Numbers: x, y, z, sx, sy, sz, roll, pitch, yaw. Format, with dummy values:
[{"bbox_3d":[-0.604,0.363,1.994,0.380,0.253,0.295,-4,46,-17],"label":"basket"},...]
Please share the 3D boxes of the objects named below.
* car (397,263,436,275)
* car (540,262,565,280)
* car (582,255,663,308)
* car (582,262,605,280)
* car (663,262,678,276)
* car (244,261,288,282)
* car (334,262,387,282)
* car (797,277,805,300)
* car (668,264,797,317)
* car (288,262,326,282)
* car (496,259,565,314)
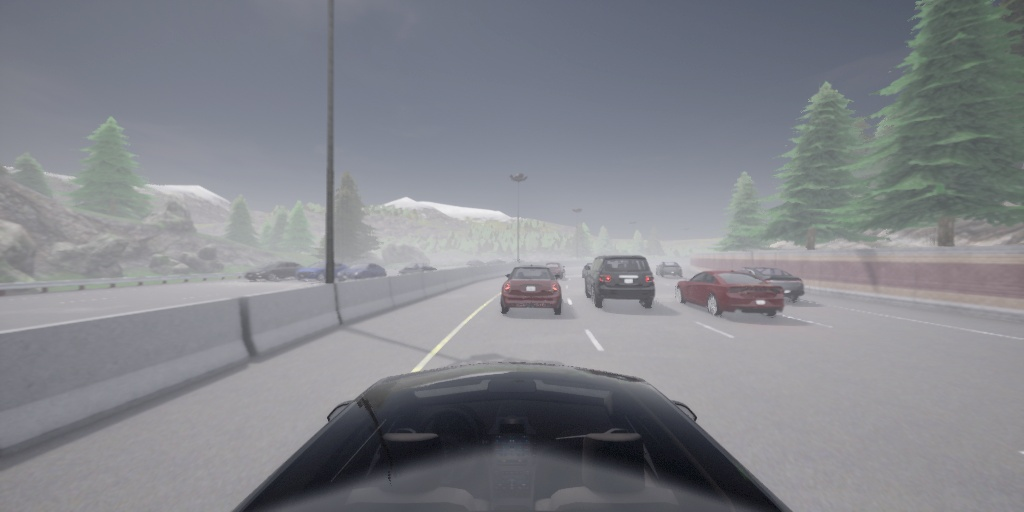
[{"bbox_3d":[-7.756,1.289,29.536,1.994,1.385,4.181,0,0,11],"label":"car"},{"bbox_3d":[3.730,1.284,32.324,1.812,1.442,4.674,0,0,13],"label":"car"},{"bbox_3d":[4.431,0.983,15.441,2.150,2.045,5.566,0,0,6],"label":"car"},{"bbox_3d":[7.517,1.334,33.069,1.994,1.385,4.181,0,0,13],"label":"car"},{"bbox_3d":[15.141,1.283,34.737,2.128,1.511,4.902,0,0,15],"label":"car"},{"bbox_3d":[-18.618,1.198,28.476,1.837,1.490,4.892,0,0,10],"label":"car"},{"bbox_3d":[-11.596,1.240,28.063,1.812,1.442,4.674,0,0,11],"label":"car"},{"bbox_3d":[11.713,1.274,17.279,2.128,1.511,4.902,0,0,7],"label":"car"},{"bbox_3d":[7.763,1.249,13.336,1.882,1.535,5.008,0,0,5],"label":"car"},{"bbox_3d":[-14.997,1.182,28.854,1.882,1.535,5.008,0,0,11],"label":"car"},{"bbox_3d":[0.813,1.103,13.978,2.097,1.767,4.553,0,0,5],"label":"car"}]
